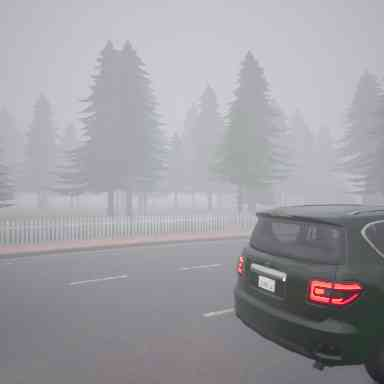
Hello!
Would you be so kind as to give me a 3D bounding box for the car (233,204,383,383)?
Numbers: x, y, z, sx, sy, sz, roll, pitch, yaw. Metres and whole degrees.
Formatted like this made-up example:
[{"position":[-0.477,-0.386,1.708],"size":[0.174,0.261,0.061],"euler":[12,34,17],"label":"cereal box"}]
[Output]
[{"position":[3.305,1.222,5.349],"size":[5.566,2.045,2.150],"euler":[0,0,-27],"label":"car"}]
